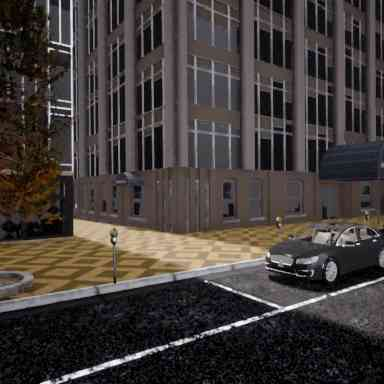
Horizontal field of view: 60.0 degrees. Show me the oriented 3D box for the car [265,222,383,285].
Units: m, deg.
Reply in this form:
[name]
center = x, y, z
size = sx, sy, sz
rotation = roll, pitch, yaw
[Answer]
[car]
center = 3.936, 1.549, 9.372
size = 4.403, 1.369, 2.008
rotation = 0, -1, -35
